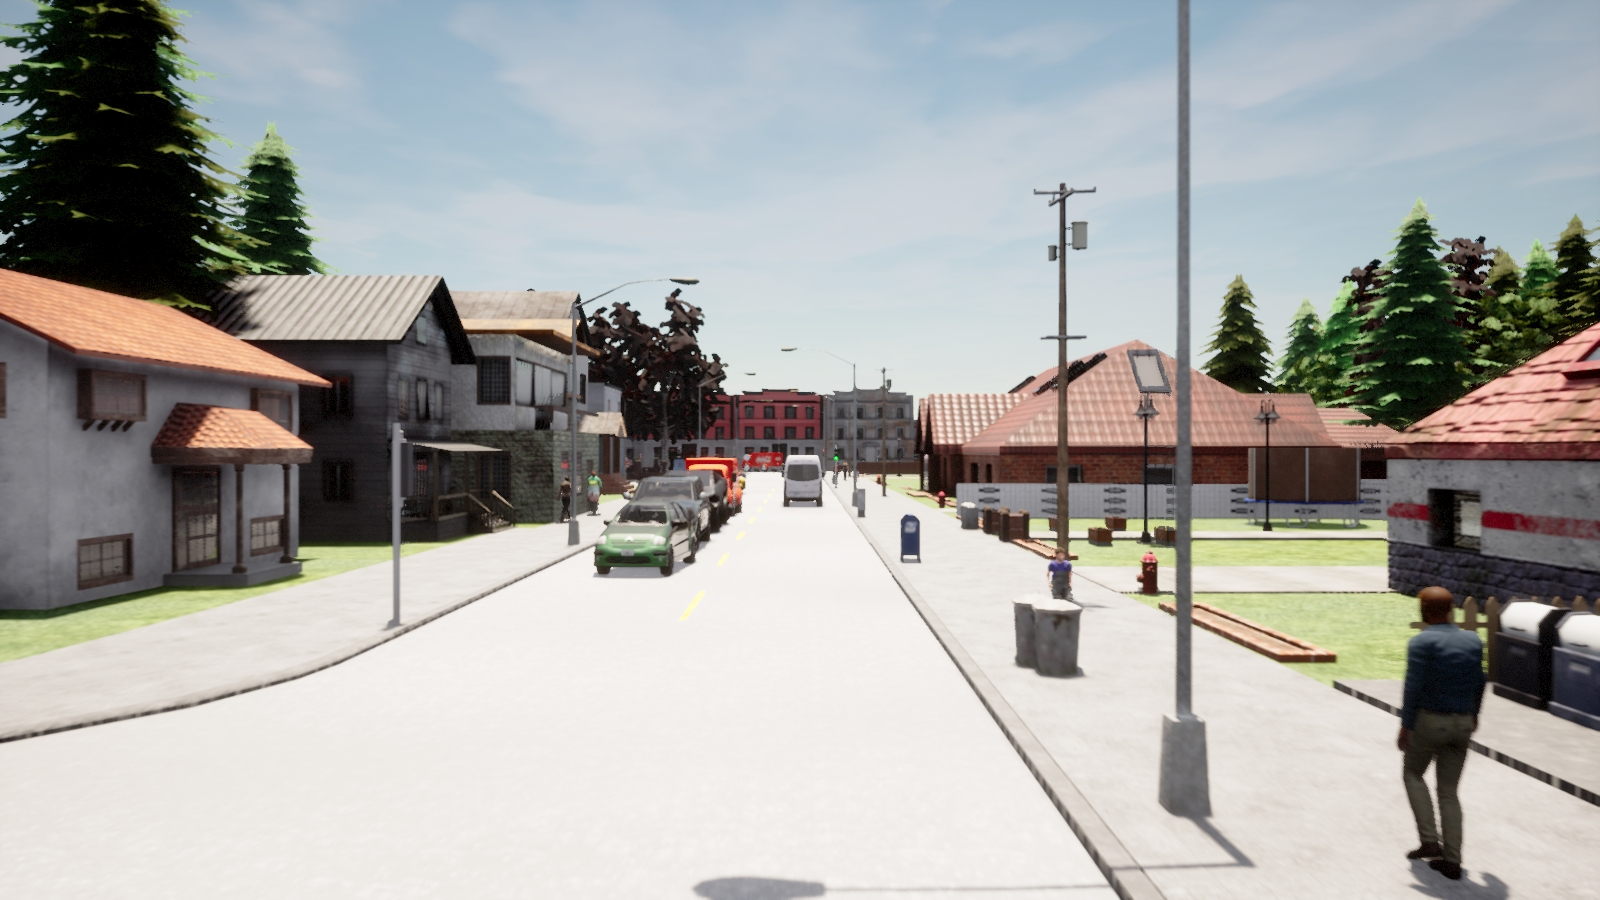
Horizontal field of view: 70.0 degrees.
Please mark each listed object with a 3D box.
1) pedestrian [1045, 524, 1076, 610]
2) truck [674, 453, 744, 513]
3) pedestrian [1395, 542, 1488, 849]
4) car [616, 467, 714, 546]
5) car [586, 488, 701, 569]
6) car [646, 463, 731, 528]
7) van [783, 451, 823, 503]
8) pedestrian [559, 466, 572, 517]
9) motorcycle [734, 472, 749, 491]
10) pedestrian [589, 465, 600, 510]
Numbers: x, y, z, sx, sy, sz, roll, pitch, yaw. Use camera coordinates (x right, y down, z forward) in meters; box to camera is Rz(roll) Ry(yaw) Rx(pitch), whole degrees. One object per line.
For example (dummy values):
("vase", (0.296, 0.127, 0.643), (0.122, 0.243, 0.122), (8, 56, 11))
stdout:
("pedestrian", (4.029, 1.806, 17.689), (0.375, 1.300, 0.375), (0, 0, -3))
("truck", (-3.871, 1.358, 49.579), (2.627, 2.467, 5.204), (0, 0, 0))
("pedestrian", (4.050, 1.526, 7.226), (0.375, 1.860, 0.375), (0, 0, -1))
("car", (-3.862, 1.565, 33.595), (2.150, 2.045, 5.566), (0, 0, 1))
("car", (-3.594, 1.784, 26.993), (1.851, 1.617, 3.988), (0, 0, 5))
("car", (-3.883, 1.541, 41.006), (2.390, 2.098, 6.274), (0, 0, 0))
("van", (0.144, 1.325, 59.075), (1.988, 2.561, 5.915), (0, 0, 0))
("pedestrian", (-8.698, 1.533, 42.384), (0.375, 1.860, 0.375), (0, 0, 16))
("motorcycle", (-3.745, 2.005, 73.177), (0.803, 1.145, 2.033), (0, 0, 1))
("pedestrian", (-8.465, 1.532, 47.134), (0.375, 1.860, 0.375), (0, 0, 2))
